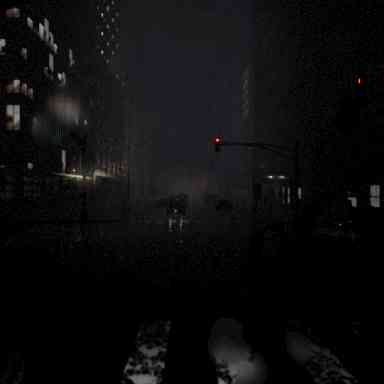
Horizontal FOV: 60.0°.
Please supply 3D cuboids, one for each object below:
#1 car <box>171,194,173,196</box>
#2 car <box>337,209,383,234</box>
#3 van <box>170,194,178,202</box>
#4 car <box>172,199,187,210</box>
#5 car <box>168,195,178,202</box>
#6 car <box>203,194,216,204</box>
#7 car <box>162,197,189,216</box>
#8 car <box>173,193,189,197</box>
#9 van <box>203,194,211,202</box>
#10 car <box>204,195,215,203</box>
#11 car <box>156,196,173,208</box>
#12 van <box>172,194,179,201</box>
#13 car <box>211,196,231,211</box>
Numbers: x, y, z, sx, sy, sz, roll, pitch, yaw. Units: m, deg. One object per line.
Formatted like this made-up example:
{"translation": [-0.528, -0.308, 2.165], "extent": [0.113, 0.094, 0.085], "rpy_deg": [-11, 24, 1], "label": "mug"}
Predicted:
{"translation": [-4.211, 1.589, 63.891], "extent": [1.947, 1.339, 4.313], "rpy_deg": [0, 0, 0], "label": "car"}
{"translation": [11.424, 1.764, 20.484], "extent": [4.674, 1.442, 1.812], "rpy_deg": [1, 0, -3], "label": "car"}
{"translation": [-4.311, 1.353, 80.474], "extent": [1.690, 1.788, 3.998], "rpy_deg": [0, 0, 0], "label": "van"}
{"translation": [-1.619, 1.631, 43.813], "extent": [1.895, 1.301, 4.718], "rpy_deg": [0, 0, 0], "label": "car"}
{"translation": [-4.277, 1.456, 74.947], "extent": [1.967, 1.590, 4.097], "rpy_deg": [0, 0, 0], "label": "car"}
{"translation": [3.669, 1.338, 63.939], "extent": [2.192, 1.841, 5.009], "rpy_deg": [0, 0, 0], "label": "car"}
{"translation": [-1.571, 1.522, 33.757], "extent": [2.128, 1.511, 4.902], "rpy_deg": [0, 0, -1], "label": "car"}
{"translation": [-1.688, 1.247, 58.897], "extent": [2.150, 2.045, 5.566], "rpy_deg": [0, 0, 0], "label": "car"}
{"translation": [3.569, 1.353, 80.522], "extent": [1.690, 1.788, 3.998], "rpy_deg": [0, 0, 0], "label": "van"}
{"translation": [3.636, 1.460, 69.467], "extent": [1.967, 1.590, 4.097], "rpy_deg": [0, 0, 0], "label": "car"}
{"translation": [-4.111, 1.611, 47.309], "extent": [1.802, 1.307, 4.206], "rpy_deg": [0, 0, 0], "label": "car"}
{"translation": [-4.344, 1.349, 86.002], "extent": [1.690, 1.788, 3.998], "rpy_deg": [0, 0, 0], "label": "van"}
{"translation": [3.852, 1.596, 41.830], "extent": [1.947, 1.339, 4.313], "rpy_deg": [0, 0, 0], "label": "car"}
